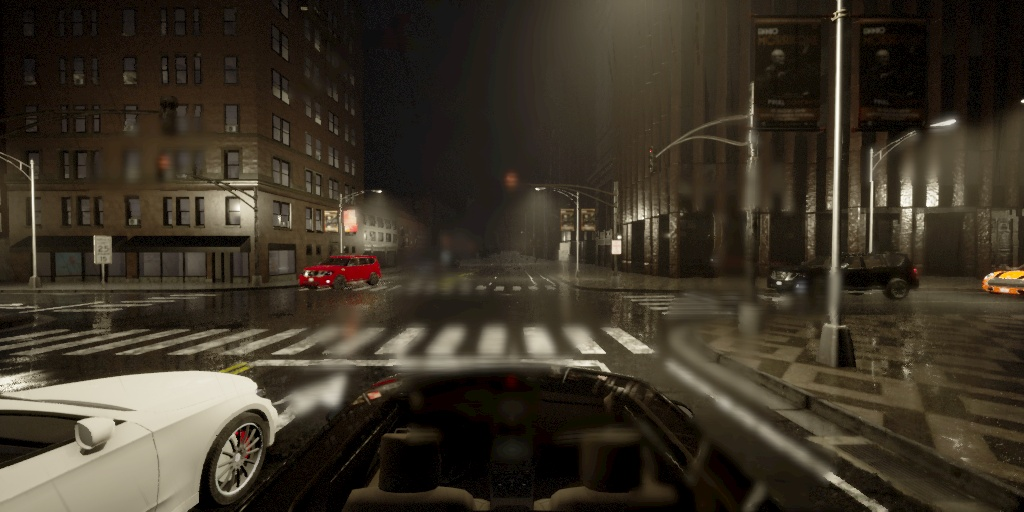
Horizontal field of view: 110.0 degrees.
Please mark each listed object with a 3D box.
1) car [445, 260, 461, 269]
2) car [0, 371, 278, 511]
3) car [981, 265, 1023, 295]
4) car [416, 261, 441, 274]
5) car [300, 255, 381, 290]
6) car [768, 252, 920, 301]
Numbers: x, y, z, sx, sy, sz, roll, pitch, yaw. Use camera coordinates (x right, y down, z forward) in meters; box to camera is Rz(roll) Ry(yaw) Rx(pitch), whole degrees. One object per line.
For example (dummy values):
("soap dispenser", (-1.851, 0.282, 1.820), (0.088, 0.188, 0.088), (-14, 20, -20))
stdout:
("car", (-9.597, 1.299, 58.925), (2.033, 1.411, 5.357), (0, 0, 1))
("car", (-3.159, 1.276, 1.416), (1.812, 1.442, 4.674), (0, 0, 2))
("car", (24.542, 0.960, 16.240), (4.553, 1.767, 2.097), (0, 1, 0))
("car", (-9.704, 1.302, 42.164), (2.033, 1.411, 5.357), (0, 0, 1))
("car", (-10.576, 0.972, 22.711), (2.150, 2.045, 5.566), (1, 0, 13))
("car", (14.873, 0.867, 16.234), (5.566, 2.045, 2.150), (0, 1, 1))
